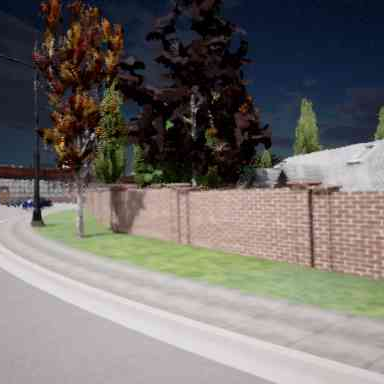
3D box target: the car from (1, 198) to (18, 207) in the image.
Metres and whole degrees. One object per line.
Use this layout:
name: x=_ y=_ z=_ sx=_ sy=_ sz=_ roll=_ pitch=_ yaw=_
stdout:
car: x=-30.207 y=1.764 z=57.237 sx=2.033 sy=1.411 sz=5.357 roll=-1 pitch=0 yaw=9

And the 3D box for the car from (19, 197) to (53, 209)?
car: x=-21.192 y=1.392 z=45.873 sx=2.097 sy=1.767 sz=4.553 roll=-1 pitch=0 yaw=6
